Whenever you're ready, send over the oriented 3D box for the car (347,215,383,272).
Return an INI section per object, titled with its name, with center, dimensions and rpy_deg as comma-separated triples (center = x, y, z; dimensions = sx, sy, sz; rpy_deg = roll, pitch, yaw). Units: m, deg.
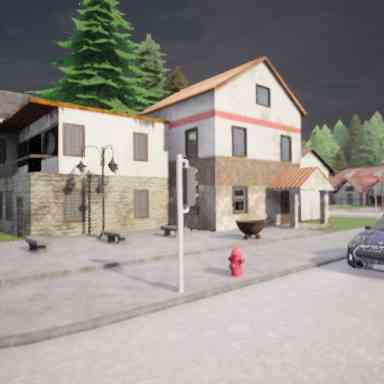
[car]
center = 6.743, 1.436, 10.425
dimensions = 4.553, 1.767, 2.097
rpy_deg = 0, -1, -40
